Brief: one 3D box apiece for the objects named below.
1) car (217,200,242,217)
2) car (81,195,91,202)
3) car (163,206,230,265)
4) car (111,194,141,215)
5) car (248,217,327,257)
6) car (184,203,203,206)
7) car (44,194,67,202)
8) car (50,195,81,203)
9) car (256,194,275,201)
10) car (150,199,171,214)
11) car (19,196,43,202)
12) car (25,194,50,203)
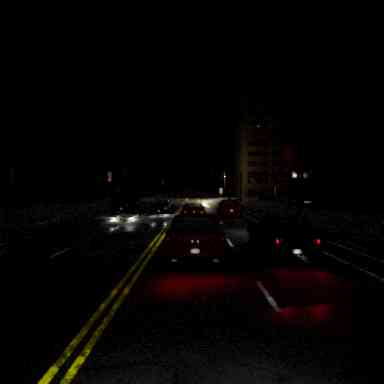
[{"bbox_3d":[3.407,1.439,30.825,1.882,1.535,5.008,0,0,0],"label":"car"},{"bbox_3d":[-24.572,1.305,73.237,4.097,1.590,1.967,0,1,0],"label":"car"},{"bbox_3d":[0.103,1.467,11.645,1.882,1.535,5.008,0,0,0],"label":"car"},{"bbox_3d":[-6.527,1.177,33.399,2.150,2.045,5.566,0,0,0],"label":"car"},{"bbox_3d":[3.360,1.590,12.787,1.895,1.301,4.718,0,0,0],"label":"car"},{"bbox_3d":[0.143,1.567,27.780,1.895,1.301,4.718,0,0,0],"label":"car"},{"bbox_3d":[-29.997,1.322,73.246,4.097,1.590,1.967,0,1,0],"label":"car"},{"bbox_3d":[-24.588,1.573,64.716,4.313,1.339,1.947,0,1,0],"label":"car"},{"bbox_3d":[16.846,1.202,76.275,4.097,1.590,1.967,0,1,0],"label":"car"},{"bbox_3d":[-3.272,1.498,35.503,2.033,1.411,5.357,0,0,0],"label":"car"},{"bbox_3d":[-35.421,1.482,73.258,4.206,1.307,1.802,0,1,0],"label":"car"},{"bbox_3d":[-30.015,1.340,64.720,5.009,1.841,2.192,0,1,0],"label":"car"}]
